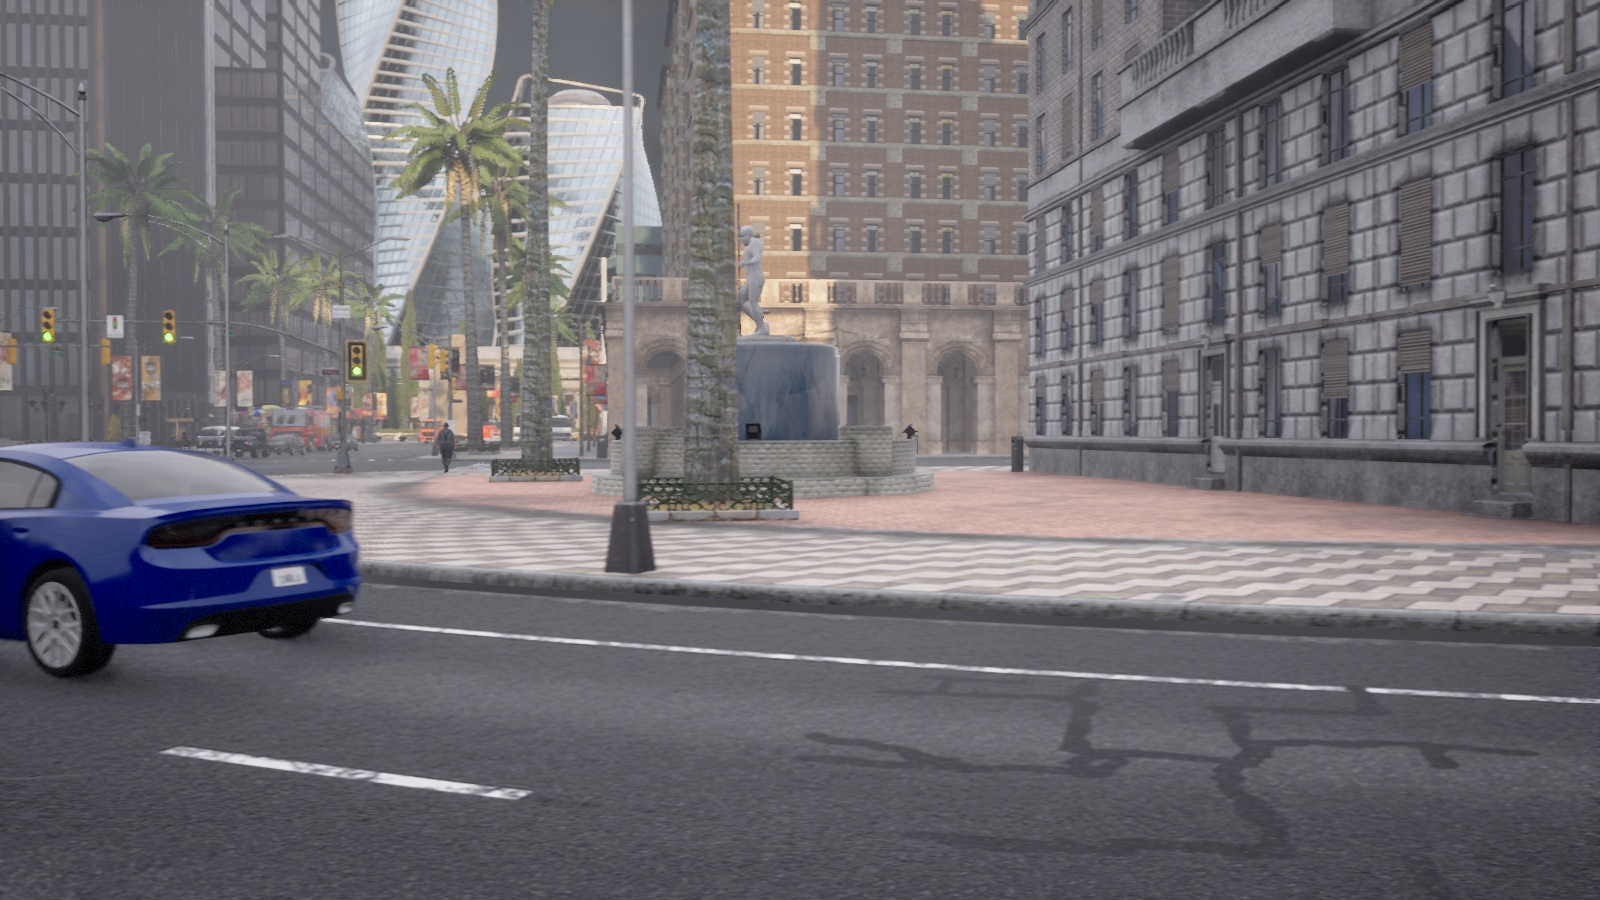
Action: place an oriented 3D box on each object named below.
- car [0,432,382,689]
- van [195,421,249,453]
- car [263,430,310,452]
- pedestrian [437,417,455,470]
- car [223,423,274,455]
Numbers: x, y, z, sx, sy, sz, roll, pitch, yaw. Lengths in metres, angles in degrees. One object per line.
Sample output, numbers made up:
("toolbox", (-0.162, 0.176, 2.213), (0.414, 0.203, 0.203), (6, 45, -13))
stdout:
("car", (-5.727, 0.637, 9.554), (5.008, 1.535, 1.882), (1, 1, 28))
("van", (-38.489, -0.874, 83.734), (2.069, 2.038, 4.480), (0, 1, -7))
("car", (-35.332, -0.622, 86.503), (1.837, 1.490, 4.892), (0, 1, -8))
("pedestrian", (-12.338, -0.230, 43.800), (0.540, 1.848, 0.694), (0, 1, -9))
("car", (-34.180, -0.695, 77.889), (1.905, 1.878, 3.866), (0, 1, -8))
